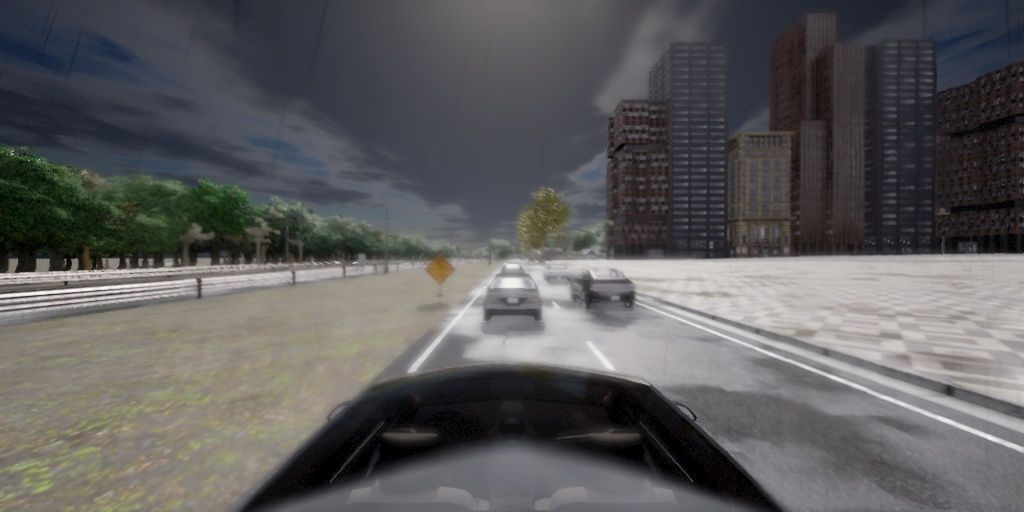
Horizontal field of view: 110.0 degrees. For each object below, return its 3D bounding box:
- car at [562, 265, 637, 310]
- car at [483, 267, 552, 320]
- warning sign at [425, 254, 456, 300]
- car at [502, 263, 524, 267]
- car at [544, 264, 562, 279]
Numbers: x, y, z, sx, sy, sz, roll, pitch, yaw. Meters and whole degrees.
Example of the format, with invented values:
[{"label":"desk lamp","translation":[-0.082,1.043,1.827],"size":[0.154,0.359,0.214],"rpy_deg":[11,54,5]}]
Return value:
[{"label":"car","translation":[3.561,1.226,14.658],"size":[2.128,1.511,4.902],"rpy_deg":[0,0,1]},{"label":"car","translation":[0.040,1.284,12.496],"size":[2.033,1.411,5.357],"rpy_deg":[0,0,1]},{"label":"warning sign","translation":[-3.031,0.849,15.143],"size":[1.300,1.860,1.060],"rpy_deg":[0,0,0]},{"label":"car","translation":[0.083,1.280,29.846],"size":[1.994,1.385,4.181],"rpy_deg":[0,0,0]},{"label":"car","translation":[3.573,1.317,29.041],"size":[1.895,1.301,4.718],"rpy_deg":[0,0,1]}]
